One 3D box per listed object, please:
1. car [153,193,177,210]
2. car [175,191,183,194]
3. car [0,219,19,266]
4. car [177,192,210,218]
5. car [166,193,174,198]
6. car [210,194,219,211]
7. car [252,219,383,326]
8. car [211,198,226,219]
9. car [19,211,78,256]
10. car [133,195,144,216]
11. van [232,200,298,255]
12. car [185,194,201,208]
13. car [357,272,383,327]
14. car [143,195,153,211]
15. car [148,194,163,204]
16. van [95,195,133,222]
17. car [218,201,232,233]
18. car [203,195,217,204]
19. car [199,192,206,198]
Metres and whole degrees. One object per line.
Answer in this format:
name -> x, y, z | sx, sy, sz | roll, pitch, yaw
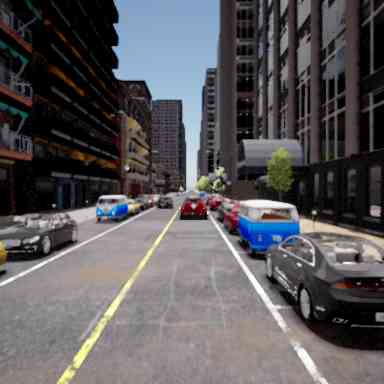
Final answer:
car -> -3.047, 1.185, 38.138 | 1.837, 1.490, 4.892 | 0, 0, 0
car -> -2.903, 0.369, 78.673 | 2.097, 1.767, 4.553 | 0, 0, 0
car -> -5.681, 1.467, 6.663 | 1.752, 1.417, 4.829 | 0, 0, 0
car -> 0.133, 1.122, 27.182 | 2.097, 1.767, 4.553 | 0, 0, 0
car -> -5.585, 0.878, 85.952 | 1.752, 1.417, 4.829 | 0, 0, 0
car -> 2.734, 1.248, 35.143 | 1.887, 1.381, 4.507 | 0, 0, 0
car -> 2.700, 1.491, 6.823 | 2.008, 1.369, 4.403 | 0, 0, 0
car -> 2.721, 1.349, 23.815 | 2.008, 1.369, 4.403 | 0, 0, 0
car -> -5.673, 1.444, 12.498 | 2.008, 1.369, 4.403 | 0, 0, 0
car -> -5.653, 1.278, 29.319 | 1.752, 1.417, 4.829 | 0, 0, 0
van -> 2.707, 1.234, 12.485 | 1.690, 1.788, 3.998 | 0, 0, 0
car -> 0.151, 1.124, 42.105 | 1.882, 1.535, 5.008 | 0, 1, 0
car -> 2.693, 1.540, 1.161 | 2.008, 1.369, 4.403 | 0, 0, 0
car -> -5.646, 1.269, 35.154 | 1.947, 1.339, 4.313 | 0, 0, 0
car -> -5.625, 1.099, 51.971 | 1.752, 1.417, 4.829 | 0, 0, 0
van -> -5.659, 1.139, 23.824 | 1.690, 1.788, 3.998 | 0, 0, 0
car -> 2.714, 1.391, 18.151 | 1.887, 1.381, 4.507 | 0, 0, 0
car -> 2.755, 1.117, 52.131 | 1.887, 1.381, 4.507 | 0, 0, 0
car -> 2.802, 0.841, 91.946 | 1.752, 1.417, 4.829 | 0, 0, 0
